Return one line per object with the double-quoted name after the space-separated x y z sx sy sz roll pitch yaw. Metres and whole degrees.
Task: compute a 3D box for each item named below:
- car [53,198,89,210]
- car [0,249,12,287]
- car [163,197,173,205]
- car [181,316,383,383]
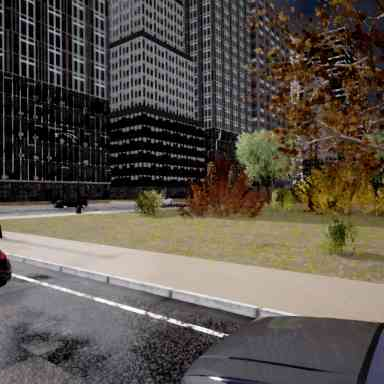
-16.571 1.612 45.598 1.837 1.490 4.892 -1 -1 37 "car"
-6.189 1.565 8.069 4.181 1.385 1.994 0 0 37 "car"
-5.364 1.652 60.392 1.812 1.442 4.674 -1 -1 37 "car"
2.432 1.547 1.949 5.357 1.411 2.033 0 0 36 "car"
